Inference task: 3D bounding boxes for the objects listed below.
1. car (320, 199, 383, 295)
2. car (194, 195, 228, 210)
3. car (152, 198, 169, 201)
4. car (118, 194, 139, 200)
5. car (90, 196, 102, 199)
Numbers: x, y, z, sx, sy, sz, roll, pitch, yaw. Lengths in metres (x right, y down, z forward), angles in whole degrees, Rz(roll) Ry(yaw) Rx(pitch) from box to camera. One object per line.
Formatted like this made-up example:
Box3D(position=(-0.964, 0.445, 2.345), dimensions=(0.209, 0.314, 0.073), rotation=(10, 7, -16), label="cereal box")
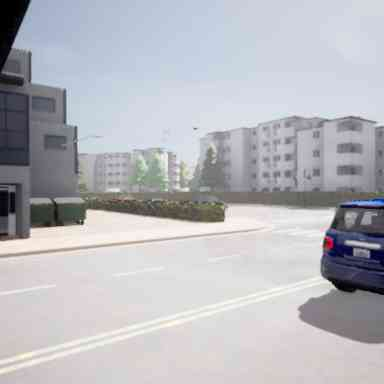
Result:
Box3D(position=(5.217, 1.164, 7.500), dimensions=(5.566, 2.045, 2.150), rotation=(-1, 0, -35), label="car")
Box3D(position=(2.048, 1.192, 37.685), dimensions=(2.097, 1.767, 4.553), rotation=(0, 0, -36), label="car")
Box3D(position=(-3.564, 1.390, 39.508), dimensions=(1.812, 1.442, 4.674), rotation=(0, 0, -36), label="car")
Box3D(position=(-10.524, 1.192, 54.985), dimensions=(2.097, 1.767, 4.553), rotation=(-1, 0, -38), label="car")
Box3D(position=(-16.464, 1.432, 56.890), dimensions=(1.994, 1.385, 4.181), rotation=(-1, 0, -43), label="car")
